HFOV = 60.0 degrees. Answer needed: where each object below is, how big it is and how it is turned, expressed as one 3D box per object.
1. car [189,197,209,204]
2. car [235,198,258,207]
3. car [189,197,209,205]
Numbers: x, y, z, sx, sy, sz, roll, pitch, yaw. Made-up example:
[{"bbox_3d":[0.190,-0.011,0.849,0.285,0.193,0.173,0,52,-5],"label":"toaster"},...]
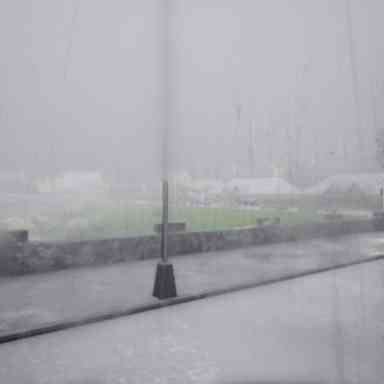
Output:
[{"bbox_3d":[1.492,1.785,72.359,1.882,1.535,5.008,1,0,-36],"label":"car"},{"bbox_3d":[9.861,1.882,60.640,1.882,1.535,5.008,1,0,-35],"label":"car"},{"bbox_3d":[1.392,1.879,65.603,1.837,1.490,4.892,1,-1,-35],"label":"car"}]
